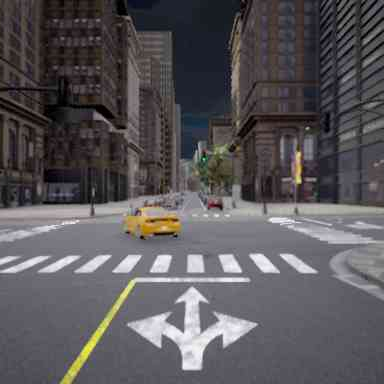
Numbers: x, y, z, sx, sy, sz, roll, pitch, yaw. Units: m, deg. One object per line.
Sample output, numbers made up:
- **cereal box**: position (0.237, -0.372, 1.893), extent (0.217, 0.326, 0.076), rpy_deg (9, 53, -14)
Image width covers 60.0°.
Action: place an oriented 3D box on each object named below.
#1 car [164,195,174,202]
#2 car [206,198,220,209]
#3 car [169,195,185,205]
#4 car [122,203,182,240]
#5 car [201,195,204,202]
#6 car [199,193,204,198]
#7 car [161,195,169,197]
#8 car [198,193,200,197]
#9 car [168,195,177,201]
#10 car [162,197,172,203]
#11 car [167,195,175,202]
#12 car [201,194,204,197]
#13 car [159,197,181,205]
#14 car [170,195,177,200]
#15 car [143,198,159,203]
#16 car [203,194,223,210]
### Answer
- **car**: position (-5.260, 1.539, 77.392), extent (1.967, 1.590, 4.097), rpy_deg (1, 0, 0)
- **car**: position (3.076, 1.656, 49.634), extent (1.887, 1.381, 4.507), rpy_deg (0, 0, 0)
- **car**: position (-2.660, 1.664, 59.604), extent (2.033, 1.411, 5.357), rpy_deg (0, 0, 1)
- **car**: position (-2.278, 1.536, 17.485), extent (1.882, 1.535, 5.008), rpy_deg (0, -1, -24)
- **car**: position (3.151, 1.682, 60.715), extent (1.947, 1.339, 4.313), rpy_deg (1, 0, 0)
- **car**: position (3.265, 1.538, 77.339), extent (1.967, 1.590, 4.097), rpy_deg (1, 0, 0)
- **car**: position (-5.412, 1.661, 55.229), extent (1.887, 1.381, 4.507), rpy_deg (0, 0, 0)
- **car**: position (3.339, 1.634, 88.422), extent (1.947, 1.339, 4.313), rpy_deg (1, 0, 0)
- **car**: position (-5.185, 1.509, 88.472), extent (1.967, 1.590, 4.097), rpy_deg (1, 0, 0)
- **car**: position (-5.299, 1.690, 71.851), extent (1.802, 1.307, 4.206), rpy_deg (1, 0, 0)
- **car**: position (-5.225, 1.611, 82.763), extent (1.752, 1.417, 4.829), rpy_deg (1, 0, 0)
- **car**: position (3.190, 1.639, 66.427), extent (1.752, 1.417, 4.829), rpy_deg (1, 0, 0)
- **car**: position (-2.815, 1.668, 43.334), extent (1.994, 1.385, 4.181), rpy_deg (0, 0, 1)
- **car**: position (-5.149, 1.631, 94.014), extent (1.802, 1.307, 4.206), rpy_deg (1, 0, 0)
- **car**: position (-5.486, 1.651, 44.149), extent (1.887, 1.381, 4.507), rpy_deg (0, 0, 0)
- **car**: position (3.041, 1.420, 44.094), extent (2.192, 1.841, 5.009), rpy_deg (0, 0, 0)
